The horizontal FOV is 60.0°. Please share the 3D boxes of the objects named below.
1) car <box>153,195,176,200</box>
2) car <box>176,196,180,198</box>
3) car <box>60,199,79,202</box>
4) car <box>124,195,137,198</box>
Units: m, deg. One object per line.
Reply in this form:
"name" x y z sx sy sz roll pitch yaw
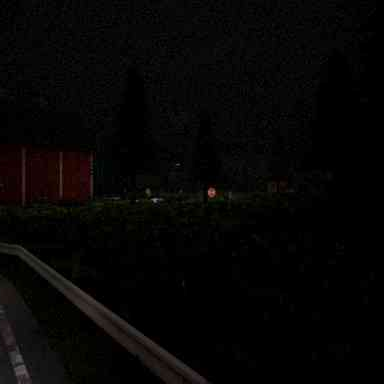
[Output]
"car" -4.978 1.590 51.217 1.994 1.385 4.181 0 0 33
"car" -3.084 1.504 60.489 1.882 1.535 5.008 0 0 34
"car" -15.625 1.551 41.545 1.812 1.442 4.674 0 0 33
"car" -16.720 1.531 89.705 1.816 1.474 4.193 0 0 33
